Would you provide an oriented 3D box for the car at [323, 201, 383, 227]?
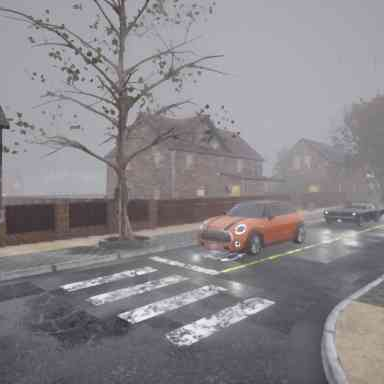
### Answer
[{"bbox_3d":[9.482,1.193,19.403,4.718,1.301,1.895,-1,2,-45],"label":"car"}]

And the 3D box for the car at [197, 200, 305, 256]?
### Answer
[{"bbox_3d":[2.295,1.119,12.266,4.553,1.767,2.097,-1,2,-45],"label":"car"}]
